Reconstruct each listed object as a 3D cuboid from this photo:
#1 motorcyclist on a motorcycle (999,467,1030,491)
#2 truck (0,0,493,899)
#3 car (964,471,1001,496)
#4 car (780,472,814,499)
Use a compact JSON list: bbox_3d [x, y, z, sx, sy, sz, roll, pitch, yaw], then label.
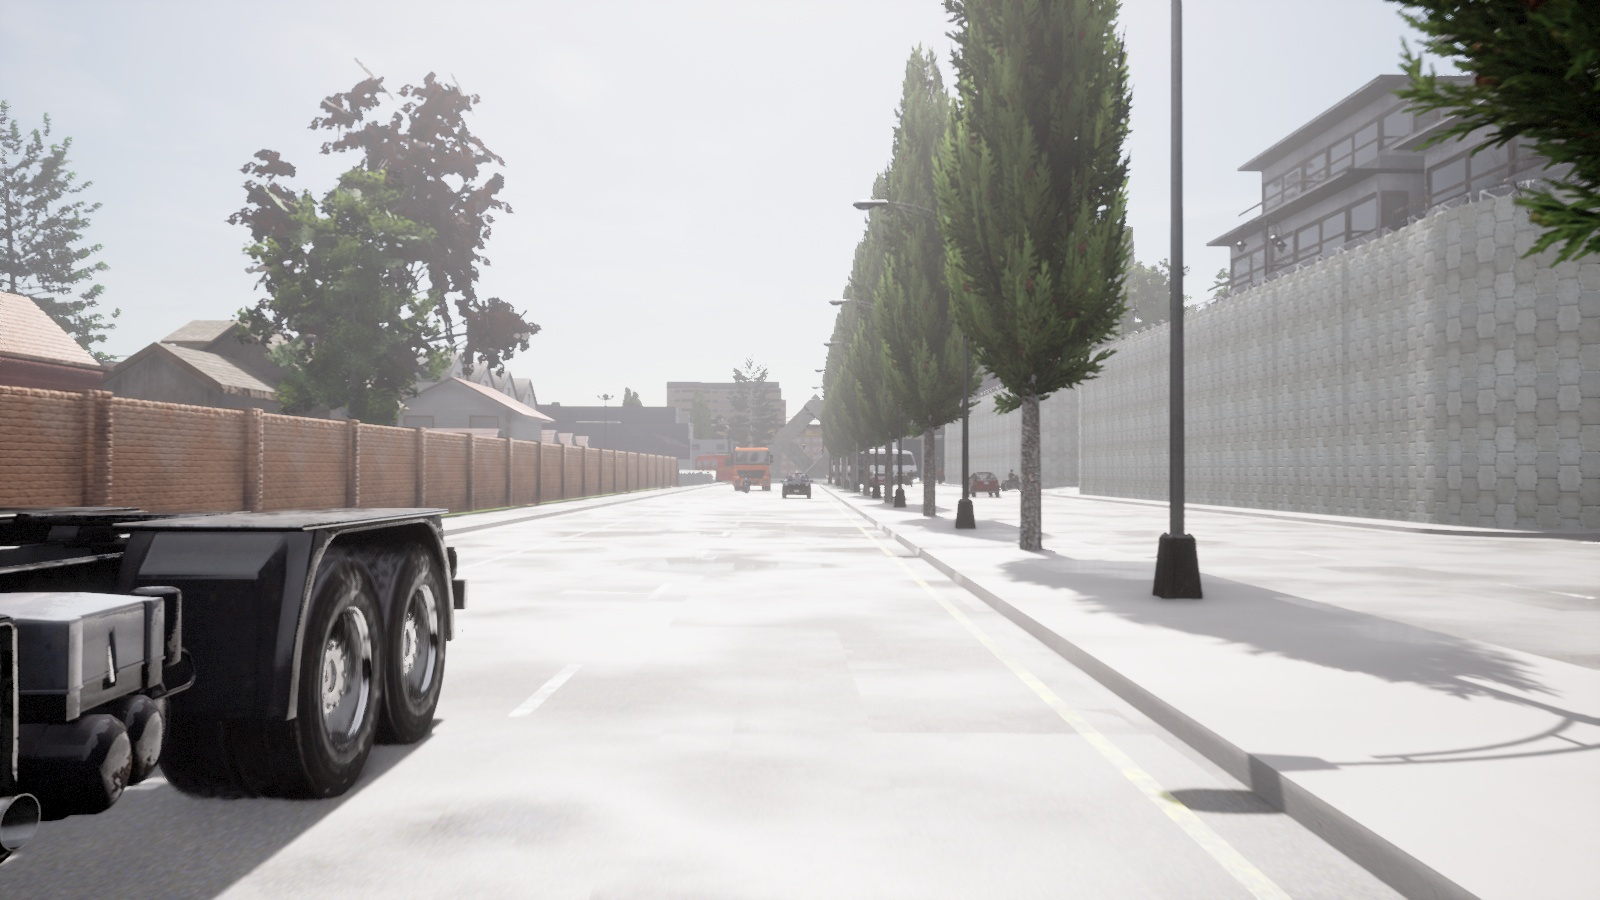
[{"bbox_3d":[15.204,2.019,88.939,2.350,1.649,0.766,0,0,-38],"label":"motorcyclist on a motorcycle"},{"bbox_3d":[-3.515,-0.077,4.536,2.891,3.462,7.936,0,-1,0],"label":"truck"},{"bbox_3d":[11.314,2.055,78.067,1.789,1.549,3.705,0,-1,0],"label":"car"},{"bbox_3d":[-0.174,2.032,71.819,1.845,1.501,3.633,0,-1,0],"label":"car"}]
